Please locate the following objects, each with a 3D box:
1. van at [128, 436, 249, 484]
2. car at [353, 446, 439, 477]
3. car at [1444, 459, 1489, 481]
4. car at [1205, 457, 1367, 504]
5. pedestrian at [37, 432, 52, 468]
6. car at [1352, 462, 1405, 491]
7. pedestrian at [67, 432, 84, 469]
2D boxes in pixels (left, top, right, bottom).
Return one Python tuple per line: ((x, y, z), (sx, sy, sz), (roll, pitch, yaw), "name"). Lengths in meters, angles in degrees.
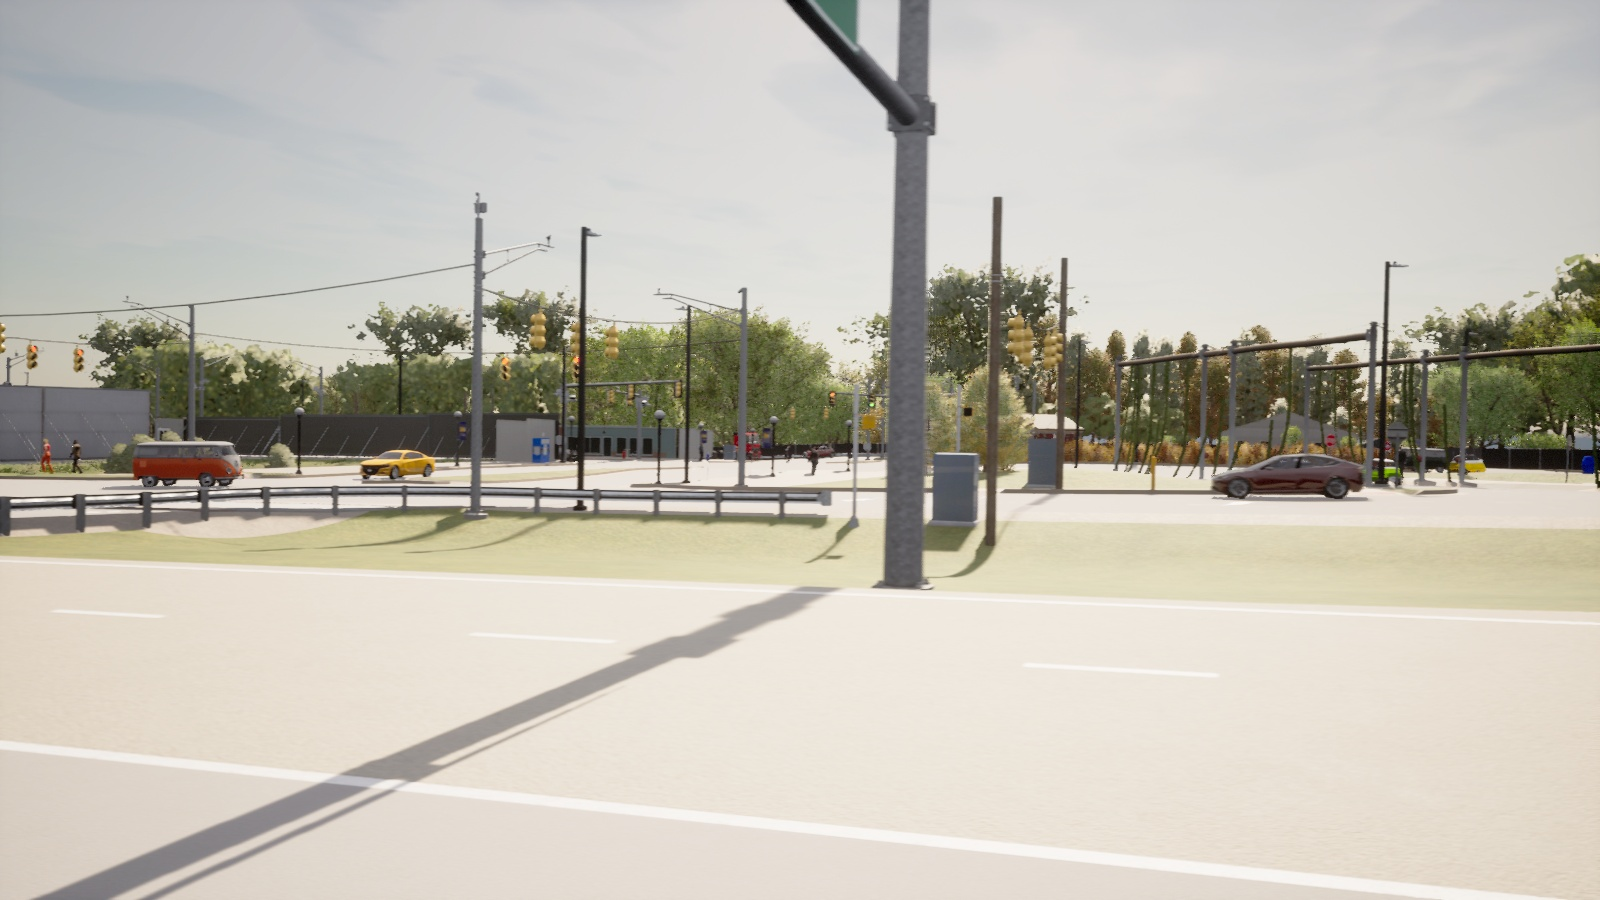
((-26.560, 0.421, 54.592), (4.442, 1.987, 1.775), (0, 1, 4), "van")
((-21.480, 0.593, 66.934), (1.882, 1.535, 5.008), (1, 1, 16), "car")
((43.796, 1.299, 82.526), (1.481, 1.376, 2.207), (0, -2, -12), "car")
((16.114, 0.985, 41.939), (4.792, 1.488, 2.163), (0, 1, 13), "car")
((-39.507, 0.004, 65.674), (0.594, 1.836, 0.345), (2, 1, 7), "pedestrian")
((29.720, 1.345, 64.586), (1.481, 1.376, 2.207), (1, 0, -9), "car")
((-38.433, 0.040, 66.615), (0.692, 1.930, 0.396), (2, 1, 18), "pedestrian")
